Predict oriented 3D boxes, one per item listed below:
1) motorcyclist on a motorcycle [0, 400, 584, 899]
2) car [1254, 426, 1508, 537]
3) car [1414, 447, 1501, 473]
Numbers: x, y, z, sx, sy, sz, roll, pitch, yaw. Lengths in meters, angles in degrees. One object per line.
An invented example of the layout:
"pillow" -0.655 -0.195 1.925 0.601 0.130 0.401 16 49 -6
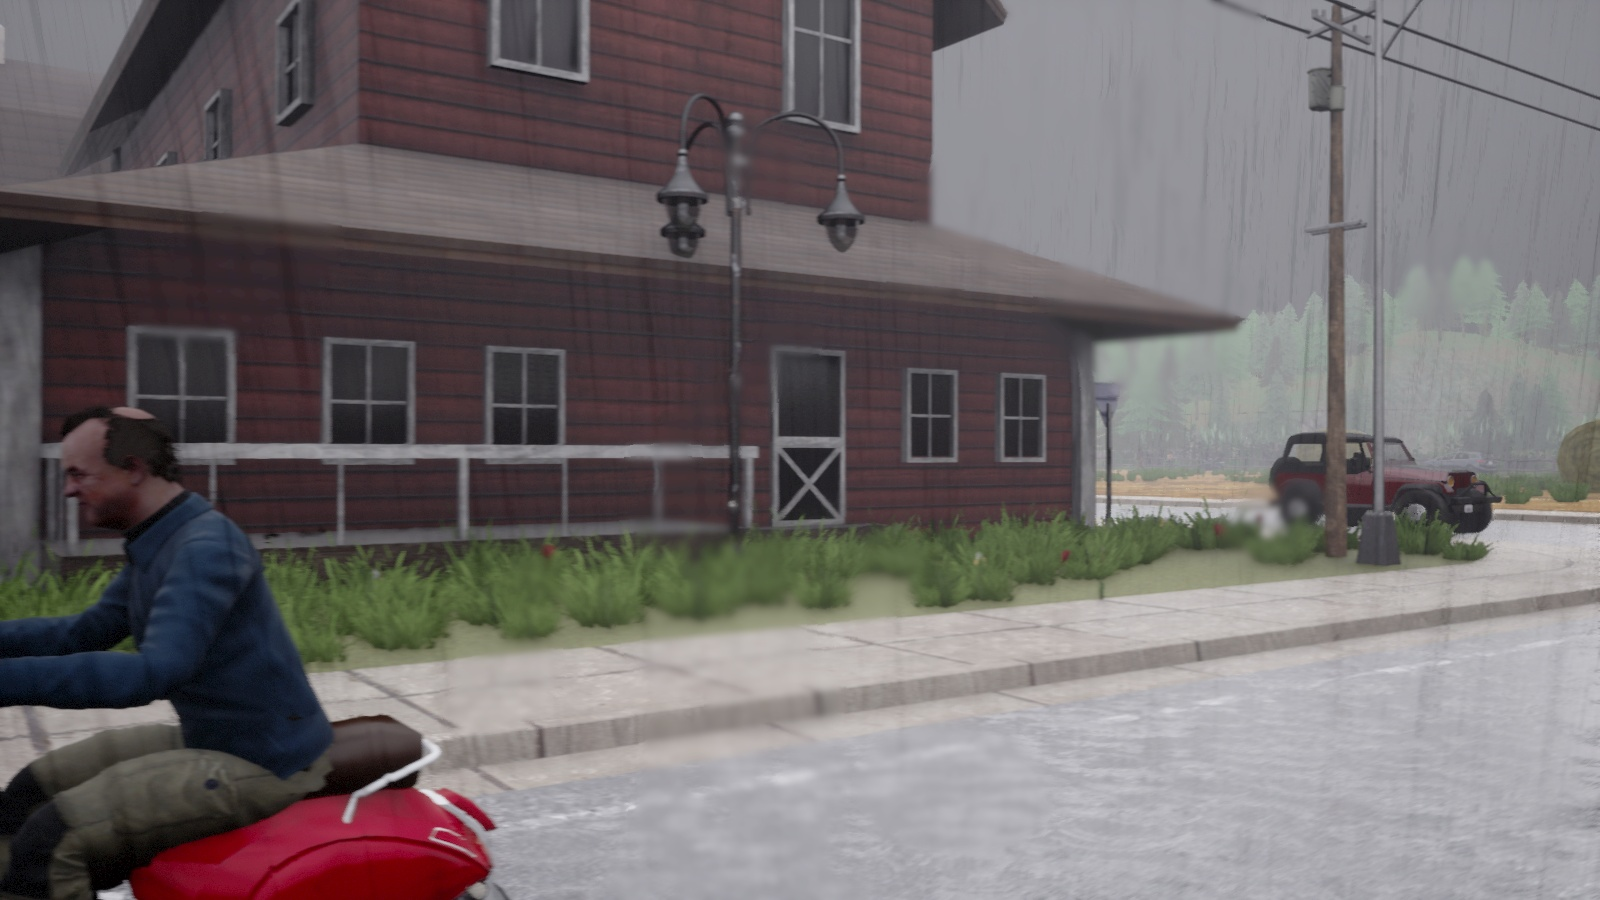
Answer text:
"motorcyclist on a motorcycle" -1.477 0.708 2.631 1.817 1.590 0.866 0 0 -35
"car" 10.772 0.541 23.490 1.905 1.878 3.866 0 0 -36
"car" 43.632 0.637 83.367 2.242 1.667 4.611 0 0 -32
